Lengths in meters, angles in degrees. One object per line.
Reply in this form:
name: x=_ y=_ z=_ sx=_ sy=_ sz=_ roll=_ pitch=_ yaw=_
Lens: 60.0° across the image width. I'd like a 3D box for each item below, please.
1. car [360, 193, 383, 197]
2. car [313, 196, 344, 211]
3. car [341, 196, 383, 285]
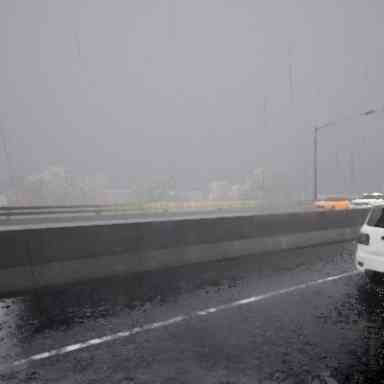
car: x=18.309 y=1.139 z=33.814 sx=5.566 sy=2.045 sz=2.150 roll=0 pitch=0 yaw=-34
car: x=15.124 y=1.271 z=35.872 sx=4.553 sy=1.767 sz=2.097 roll=0 pitch=0 yaw=-34
car: x=6.310 y=1.191 z=8.207 sx=5.566 sy=2.045 sz=2.150 roll=0 pitch=0 yaw=-35
